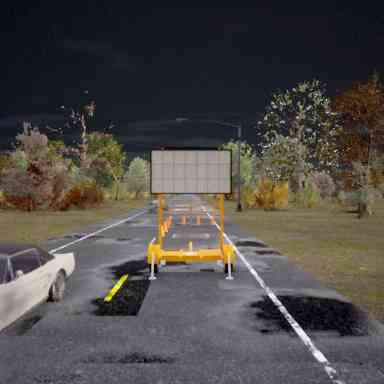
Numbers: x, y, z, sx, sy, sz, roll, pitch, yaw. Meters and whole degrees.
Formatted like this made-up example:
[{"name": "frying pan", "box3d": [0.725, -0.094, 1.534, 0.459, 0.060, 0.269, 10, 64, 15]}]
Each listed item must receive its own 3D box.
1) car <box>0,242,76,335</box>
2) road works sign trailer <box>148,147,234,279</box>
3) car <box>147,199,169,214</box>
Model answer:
[{"name": "car", "box3d": [-3.615, 1.600, 5.456, 1.895, 1.301, 4.718, 0, 0, 0]}, {"name": "road works sign trailer", "box3d": [-0.029, 0.463, 9.974, 2.380, 3.560, 2.880, 0, 0, 0]}, {"name": "car", "box3d": [-3.602, 1.523, 35.917, 1.812, 1.442, 4.674, 0, 0, 0]}]
